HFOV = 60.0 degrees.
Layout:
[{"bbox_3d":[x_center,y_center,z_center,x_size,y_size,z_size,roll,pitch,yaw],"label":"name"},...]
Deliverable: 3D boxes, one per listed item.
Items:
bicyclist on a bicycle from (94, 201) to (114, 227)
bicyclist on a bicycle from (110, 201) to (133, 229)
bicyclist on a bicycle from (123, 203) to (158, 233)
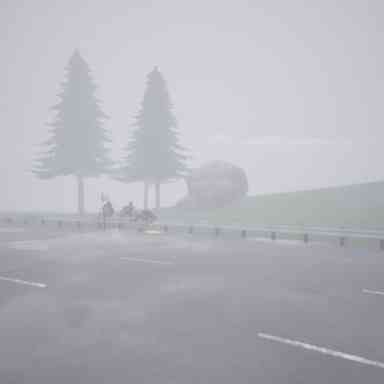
[{"bbox_3d":[-5.078,1.244,19.762,0.582,1.620,1.656,3,-12,35],"label":"bicyclist on a bicycle"},{"bbox_3d":[-3.811,1.283,19.572,0.582,1.620,1.656,10,-37,17],"label":"bicyclist on a bicycle"},{"bbox_3d":[-2.590,1.482,18.004,1.620,1.656,0.582,-16,18,-32],"label":"bicyclist on a bicycle"}]
